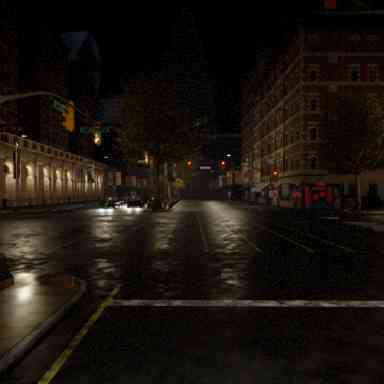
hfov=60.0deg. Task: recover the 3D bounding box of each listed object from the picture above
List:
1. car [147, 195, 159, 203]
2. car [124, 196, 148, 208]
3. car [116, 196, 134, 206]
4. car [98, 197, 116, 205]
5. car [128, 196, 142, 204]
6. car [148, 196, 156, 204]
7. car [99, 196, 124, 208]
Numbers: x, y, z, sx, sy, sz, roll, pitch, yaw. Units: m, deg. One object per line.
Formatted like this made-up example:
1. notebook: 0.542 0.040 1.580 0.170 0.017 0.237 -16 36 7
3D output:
1. car: -7.958 1.477 68.146 1.882 1.535 5.008 0 0 0
2. car: -7.990 1.564 47.620 1.994 1.385 4.181 0 0 1
3. car: -11.465 1.491 57.242 2.128 1.511 4.902 0 0 0
4. car: -14.714 1.595 57.804 1.895 1.301 4.718 0 0 0
5. car: -11.458 1.491 67.318 2.128 1.511 4.902 0 0 0
6. car: -7.964 1.505 57.805 1.837 1.490 4.892 0 0 0
7. car: -11.491 1.491 47.250 2.128 1.511 4.902 0 0 0
